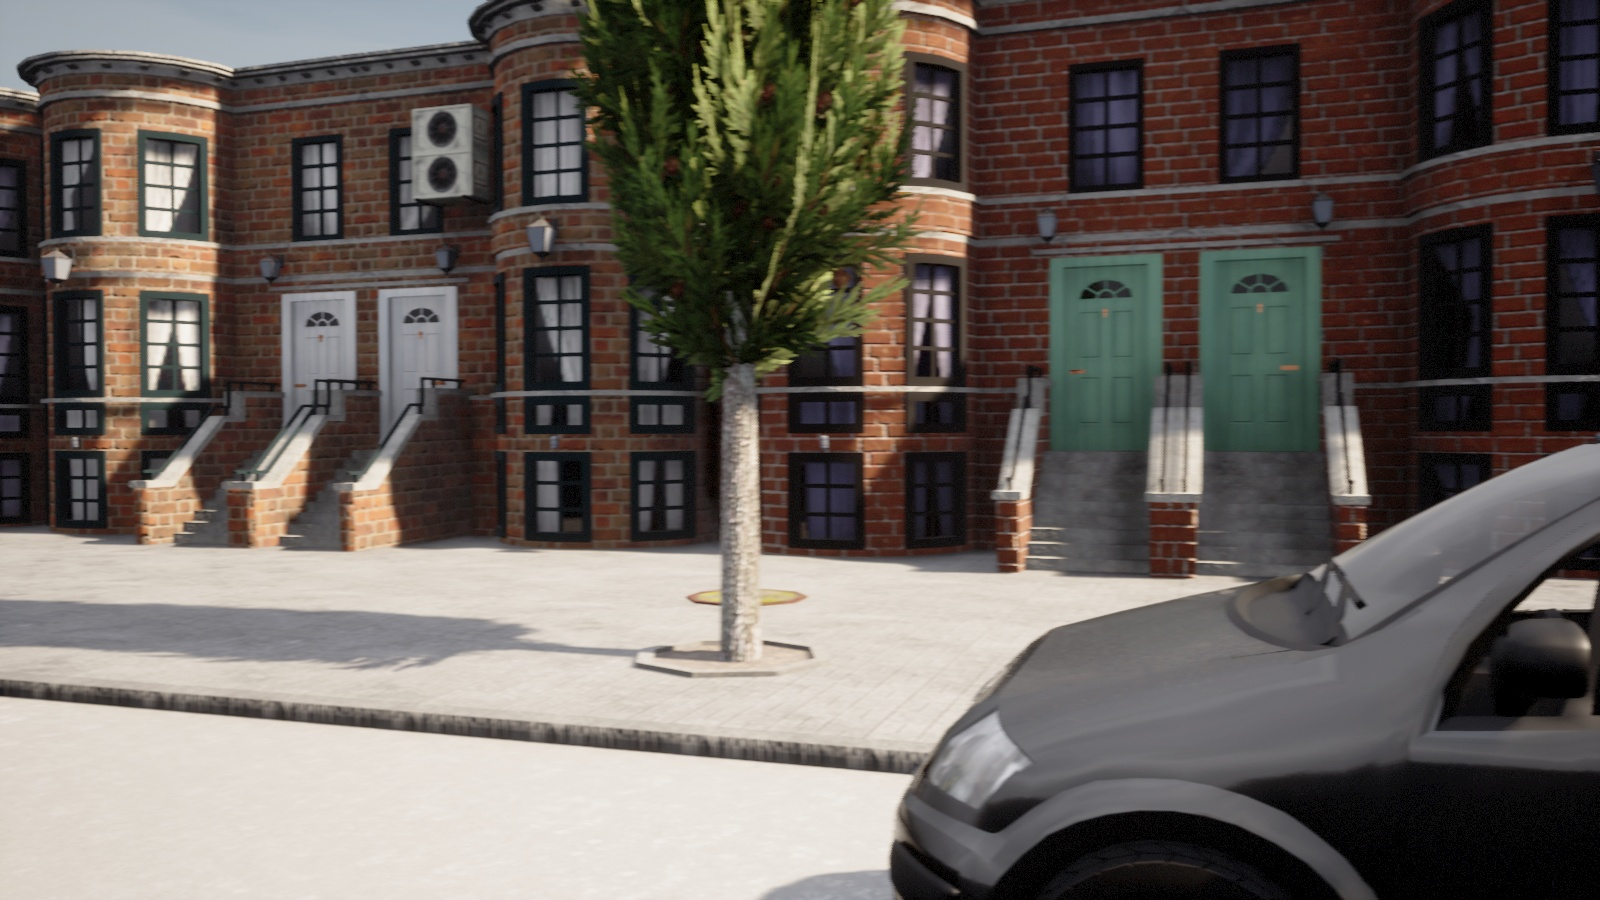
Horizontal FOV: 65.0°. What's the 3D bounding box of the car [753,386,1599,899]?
[{"bbox_3d":[2.082,0.684,3.018,3.988,1.617,1.851,1,1,19],"label":"car"}]
